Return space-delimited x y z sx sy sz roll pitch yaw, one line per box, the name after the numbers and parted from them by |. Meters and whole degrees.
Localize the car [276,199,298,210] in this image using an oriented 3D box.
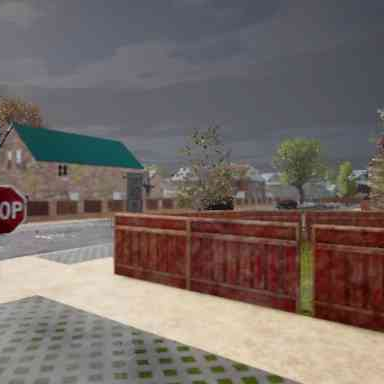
13.350 1.783 46.628 1.882 1.535 5.008 1 0 35 | car

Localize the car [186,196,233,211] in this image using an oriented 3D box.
1.670 1.361 29.857 2.150 2.045 5.566 1 0 35 | car
